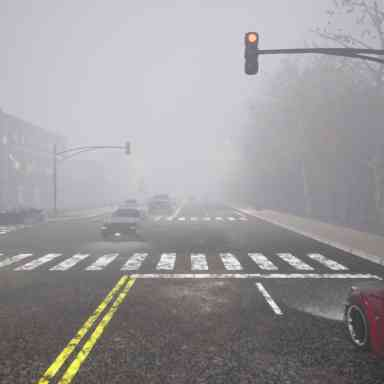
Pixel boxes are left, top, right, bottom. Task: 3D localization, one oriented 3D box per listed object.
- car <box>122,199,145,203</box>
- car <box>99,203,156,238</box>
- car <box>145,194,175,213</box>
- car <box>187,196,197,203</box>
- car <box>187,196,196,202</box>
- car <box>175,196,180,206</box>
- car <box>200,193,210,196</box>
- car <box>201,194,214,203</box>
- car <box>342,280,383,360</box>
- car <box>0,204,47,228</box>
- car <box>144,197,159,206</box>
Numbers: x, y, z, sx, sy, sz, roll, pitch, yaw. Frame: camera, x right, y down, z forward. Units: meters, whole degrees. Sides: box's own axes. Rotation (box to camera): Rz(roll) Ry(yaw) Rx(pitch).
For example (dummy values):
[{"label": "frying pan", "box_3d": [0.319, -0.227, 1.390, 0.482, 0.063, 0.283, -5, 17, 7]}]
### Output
[{"label": "car", "box_3d": [-6.650, 1.514, 36.410, 1.812, 1.442, 4.674, 0, 0, 0]}, {"label": "car", "box_3d": [-3.376, 1.543, 17.810, 2.033, 1.411, 5.357, 0, 0, 0]}, {"label": "car", "box_3d": [-3.406, 1.210, 36.566, 2.150, 2.045, 5.566, 0, 0, 0]}, {"label": "car", "box_3d": [0.001, 1.452, 66.978, 1.882, 1.535, 5.008, 0, 0, 0]}, {"label": "car", "box_3d": [-0.114, 1.564, 77.262, 1.895, 1.301, 4.718, 0, 0, 0]}, {"label": "car", "box_3d": [-3.421, 1.529, 52.363, 2.033, 1.411, 5.357, 0, 0, 0]}, {"label": "car", "box_3d": [3.139, 1.195, 76.284, 2.150, 2.045, 5.566, 0, 0, 0]}, {"label": "car", "box_3d": [3.248, 1.576, 66.101, 1.895, 1.301, 4.718, 0, 0, 0]}, {"label": "car", "box_3d": [3.348, 1.563, 3.519, 1.994, 1.385, 4.181, 0, 0, 0]}, {"label": "car", "box_3d": [-11.934, 1.561, 21.265, 4.902, 1.511, 2.128, -2, 1, -26]}, {"label": "car", "box_3d": [-6.672, 1.581, 54.761, 1.895, 1.301, 4.718, 0, 0, 0]}]
